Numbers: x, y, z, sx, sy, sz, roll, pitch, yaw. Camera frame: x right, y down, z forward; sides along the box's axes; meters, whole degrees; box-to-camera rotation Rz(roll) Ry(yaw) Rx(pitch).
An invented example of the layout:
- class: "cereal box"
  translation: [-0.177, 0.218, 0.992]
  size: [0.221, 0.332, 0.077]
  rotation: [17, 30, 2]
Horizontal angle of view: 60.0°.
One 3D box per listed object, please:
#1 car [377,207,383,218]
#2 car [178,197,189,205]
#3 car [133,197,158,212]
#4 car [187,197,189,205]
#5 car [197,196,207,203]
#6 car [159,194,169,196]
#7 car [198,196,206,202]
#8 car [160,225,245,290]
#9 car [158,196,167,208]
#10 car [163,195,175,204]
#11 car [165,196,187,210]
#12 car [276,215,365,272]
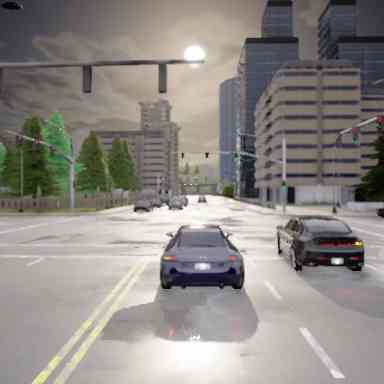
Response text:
- class: "car"
  translation: [18.511, 1.566, 28.399]
  size: [5.008, 1.535, 1.882]
  rotation: [0, 0, 1]
- class: "car"
  translation: [-1.518, 1.669, 64.094]
  size: [1.837, 1.490, 4.892]
  rotation: [0, 0, 2]
- class: "car"
  translation: [-5.731, 1.647, 40.137]
  size: [2.033, 1.411, 5.357]
  rotation: [0, 0, 2]
- class: "car"
  translation: [-1.859, 1.489, 53.687]
  size: [2.097, 1.767, 4.553]
  rotation: [0, 0, 2]
- class: "car"
  translation: [2.195, 1.740, 71.843]
  size: [1.994, 1.385, 4.181]
  rotation: [0, 0, 1]
- class: "car"
  translation: [-5.150, 1.374, 60.381]
  size: [2.150, 2.045, 5.566]
  rotation: [0, 0, 2]
- class: "car"
  translation: [2.453, 1.713, 81.790]
  size: [1.837, 1.490, 4.892]
  rotation: [0, 0, 1]
- class: "car"
  translation: [0.216, 1.587, 9.187]
  size: [1.994, 1.385, 4.181]
  rotation: [0, 0, 0]
- class: "car"
  translation: [-5.463, 1.673, 50.207]
  size: [2.033, 1.411, 5.357]
  rotation: [0, 0, 2]
- class: "car"
  translation: [-4.846, 1.533, 70.366]
  size: [2.097, 1.767, 4.553]
  rotation: [0, 0, 1]
- class: "car"
  translation: [-2.113, 1.619, 44.566]
  size: [1.837, 1.490, 4.892]
  rotation: [0, 0, 2]
- class: "car"
  translation: [3.991, 1.536, 10.964]
  size: [1.837, 1.490, 4.892]
  rotation: [-1, 0, 6]
